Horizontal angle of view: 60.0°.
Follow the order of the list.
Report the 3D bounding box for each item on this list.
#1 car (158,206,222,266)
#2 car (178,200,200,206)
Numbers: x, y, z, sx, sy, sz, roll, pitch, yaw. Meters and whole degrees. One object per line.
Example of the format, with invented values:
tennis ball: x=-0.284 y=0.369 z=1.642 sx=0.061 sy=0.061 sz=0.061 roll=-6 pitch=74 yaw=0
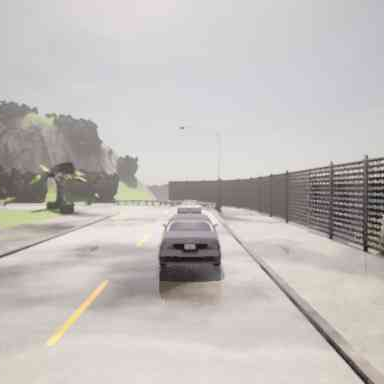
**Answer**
car: x=-0.064 y=1.422 z=11.054 sx=2.033 sy=1.411 sz=5.357 roll=0 pitch=1 yaw=0
car: x=-0.235 y=1.290 z=27.581 sx=1.895 sy=1.301 sz=4.718 roll=0 pitch=1 yaw=-1
